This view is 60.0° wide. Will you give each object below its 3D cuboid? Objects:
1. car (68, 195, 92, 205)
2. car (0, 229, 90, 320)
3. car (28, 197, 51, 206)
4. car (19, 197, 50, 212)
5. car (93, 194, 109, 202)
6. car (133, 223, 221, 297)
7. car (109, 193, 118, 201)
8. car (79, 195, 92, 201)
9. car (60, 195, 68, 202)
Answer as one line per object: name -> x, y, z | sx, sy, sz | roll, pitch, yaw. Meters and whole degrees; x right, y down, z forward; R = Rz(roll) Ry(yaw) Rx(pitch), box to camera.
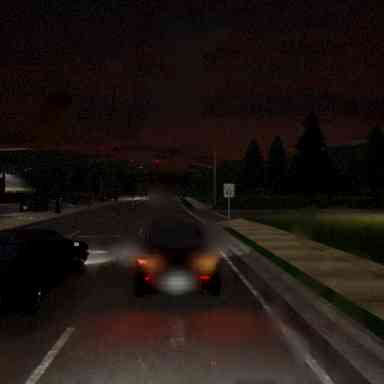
car -> -19.434, 1.351, 57.880 | 2.097, 1.767, 4.553 | 0, 0, -3
car -> -3.840, 1.547, 7.421 | 2.033, 1.411, 5.357 | 0, 0, -3
car -> -26.425, 1.600, 57.789 | 1.895, 1.301, 4.718 | 0, 0, -3
car -> -18.099, 1.491, 38.136 | 2.128, 1.511, 4.902 | 0, 0, -5
car -> -20.149, 1.552, 72.421 | 1.994, 1.385, 4.181 | 0, 0, -3
car -> -0.391, 1.526, 8.496 | 1.812, 1.442, 4.674 | 0, 0, -3
car -> -20.957, 1.181, 87.435 | 2.150, 2.045, 5.566 | 0, 0, -3
car -> -27.991, 1.478, 87.889 | 2.033, 1.411, 5.357 | 0, 0, -3
car -> -27.174, 1.355, 72.705 | 2.097, 1.767, 4.553 | 0, 0, -3
